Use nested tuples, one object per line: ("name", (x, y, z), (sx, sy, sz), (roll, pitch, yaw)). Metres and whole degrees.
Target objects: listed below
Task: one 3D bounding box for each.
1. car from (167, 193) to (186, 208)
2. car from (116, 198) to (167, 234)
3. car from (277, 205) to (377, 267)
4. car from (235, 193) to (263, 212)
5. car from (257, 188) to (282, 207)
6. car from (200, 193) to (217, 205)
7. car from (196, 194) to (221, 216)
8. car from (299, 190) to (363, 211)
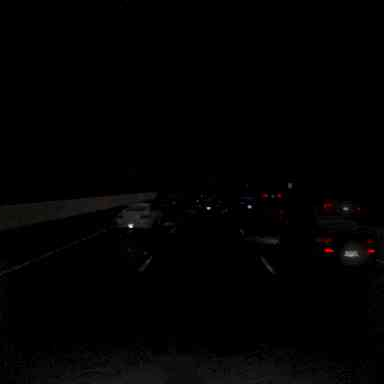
("car", (-1.718, 0.899, 36.282), (1.882, 1.535, 5.008), (0, 1, 3))
("car", (-2.625, 1.250, 17.207), (1.812, 1.442, 4.674), (0, 1, 3))
("car", (4.099, 1.354, 10.661), (1.812, 1.442, 4.674), (0, 1, 2))
("car", (5.015, 1.039, 30.531), (1.812, 1.442, 4.674), (0, 1, 3))
("car", (8.915, 0.598, 38.813), (2.150, 2.045, 5.566), (0, 0, 3))
("car", (2.091, 0.884, 42.639), (1.994, 1.385, 4.181), (0, 1, 3))
("car", (1.334, 1.137, 26.796), (1.994, 1.385, 4.181), (0, 1, 3))
("car", (8.001, 0.908, 19.666), (2.150, 2.045, 5.566), (0, 1, 3))
